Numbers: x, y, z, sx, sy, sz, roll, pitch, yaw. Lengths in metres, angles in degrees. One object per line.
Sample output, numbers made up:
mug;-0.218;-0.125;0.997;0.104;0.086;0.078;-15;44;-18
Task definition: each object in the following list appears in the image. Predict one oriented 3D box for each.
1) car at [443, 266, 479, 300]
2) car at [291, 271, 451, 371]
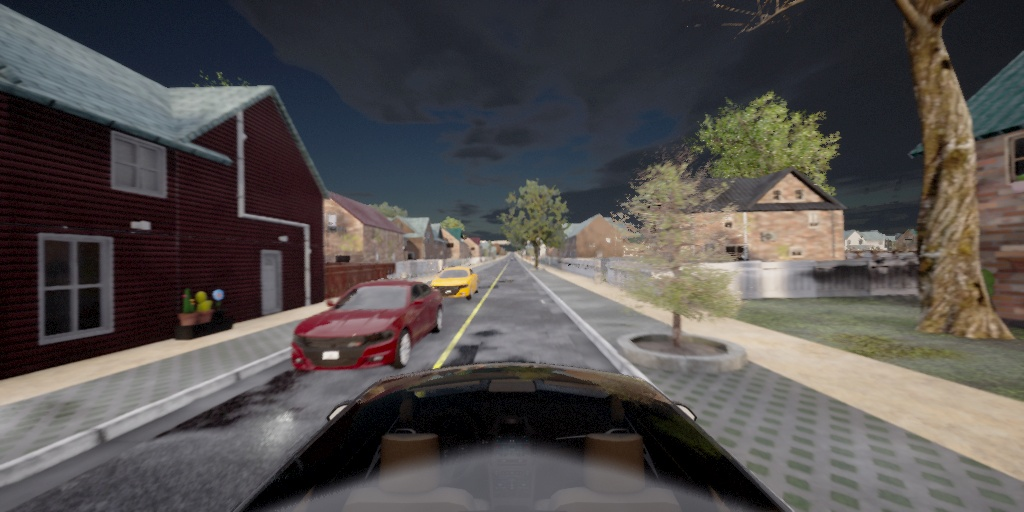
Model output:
car;-2.812;1.305;18.423;1.882;1.535;5.008;-1;0;0
car;-2.860;1.297;8.164;1.882;1.535;5.008;-1;0;0
